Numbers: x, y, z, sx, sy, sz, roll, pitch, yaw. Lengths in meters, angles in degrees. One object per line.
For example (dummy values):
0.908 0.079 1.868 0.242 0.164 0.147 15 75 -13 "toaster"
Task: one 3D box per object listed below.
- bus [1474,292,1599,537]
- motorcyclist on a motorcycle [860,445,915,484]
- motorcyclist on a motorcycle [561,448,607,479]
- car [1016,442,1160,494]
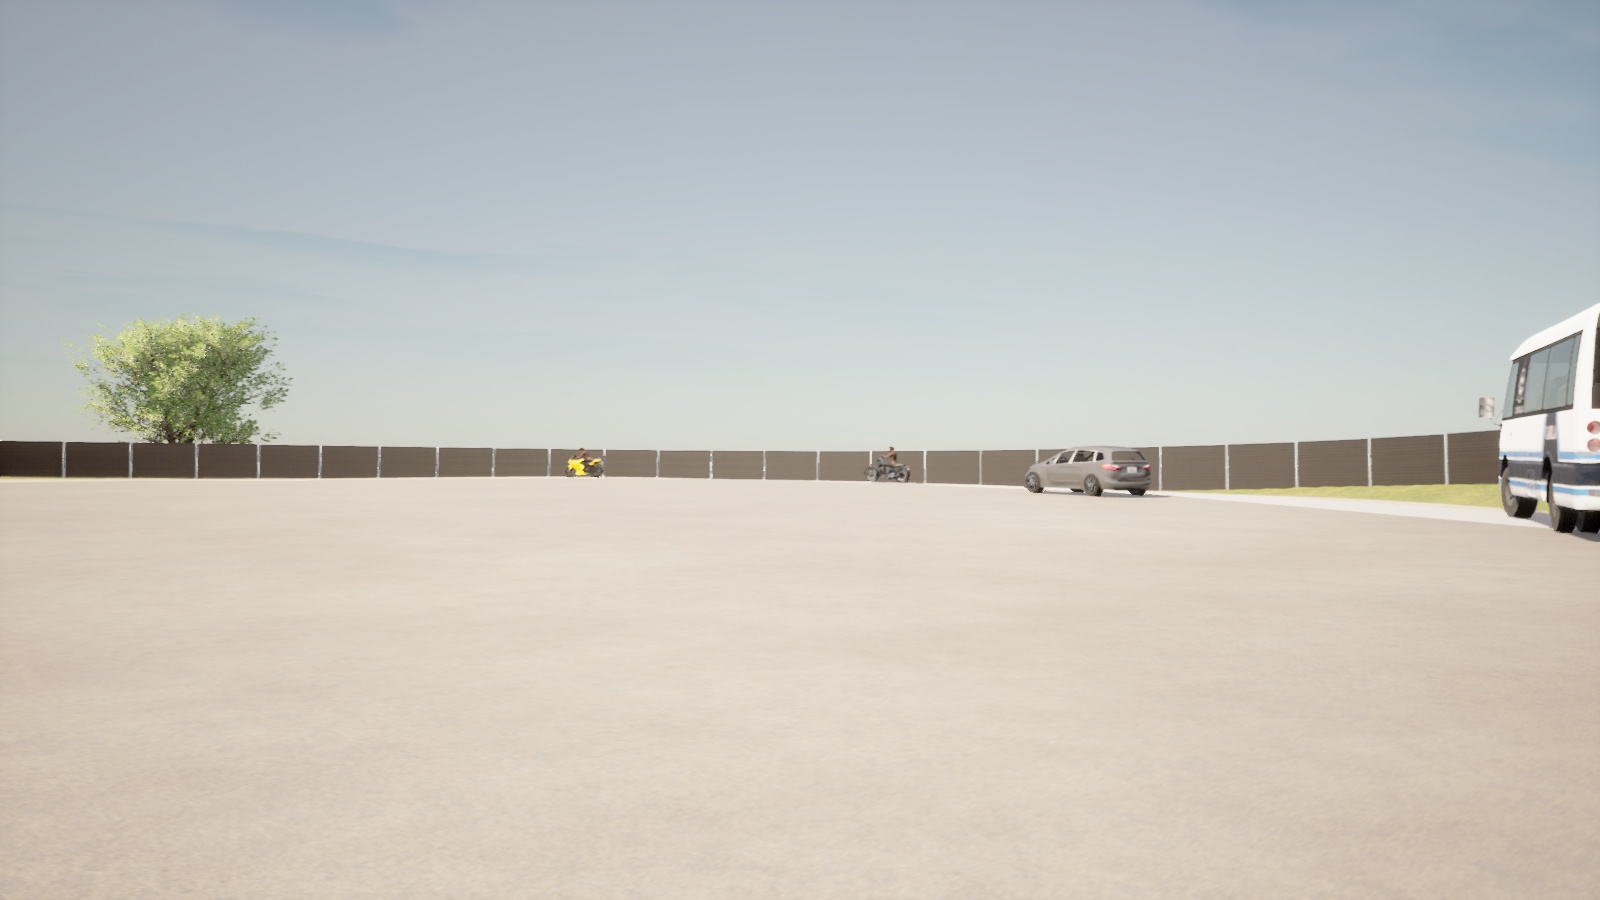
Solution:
16.866 -0.601 26.073 3.944 4.253 10.273 1 0 22 "bus"
3.785 0.625 54.532 2.350 1.649 0.766 0 -1 40 "motorcyclist on a motorcycle"
-10.596 0.671 61.566 2.044 1.523 0.797 0 -1 15 "motorcyclist on a motorcycle"
9.676 0.570 42.556 2.242 1.667 4.611 0 0 -29 "car"
